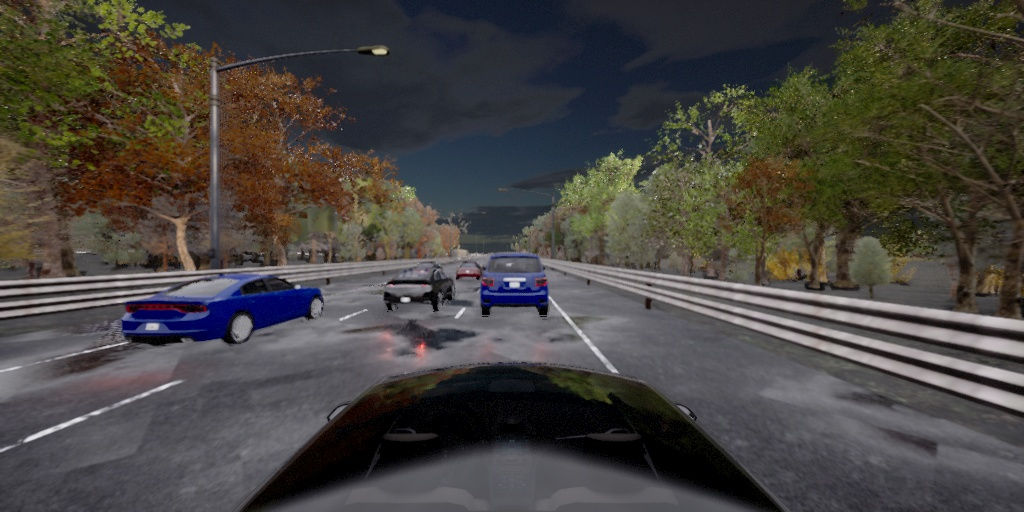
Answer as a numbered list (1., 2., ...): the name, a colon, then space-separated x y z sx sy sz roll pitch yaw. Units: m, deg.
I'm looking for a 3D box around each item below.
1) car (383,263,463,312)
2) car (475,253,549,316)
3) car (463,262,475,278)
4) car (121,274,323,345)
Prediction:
1. car: -3.427 1.184 13.969 2.128 1.511 4.902 0 0 0
2. car: 0.078 0.918 13.163 2.150 2.045 5.566 0 0 0
3. car: -3.464 1.181 30.039 1.994 1.385 4.181 0 0 0
4. car: -6.928 1.193 9.388 1.882 1.535 5.008 0 0 0
